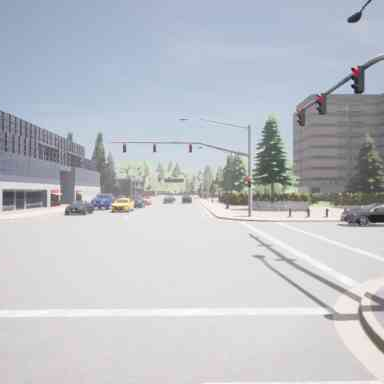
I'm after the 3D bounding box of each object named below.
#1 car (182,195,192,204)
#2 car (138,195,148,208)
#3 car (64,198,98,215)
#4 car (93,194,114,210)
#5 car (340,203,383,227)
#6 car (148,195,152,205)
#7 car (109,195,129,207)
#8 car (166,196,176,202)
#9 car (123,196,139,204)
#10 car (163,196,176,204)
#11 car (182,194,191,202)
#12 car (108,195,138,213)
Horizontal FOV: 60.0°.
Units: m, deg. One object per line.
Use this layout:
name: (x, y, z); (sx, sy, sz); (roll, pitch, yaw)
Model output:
car: (-0.968, 1.505, 64.953); (1.837, 1.490, 4.892); (0, 0, -1)
car: (-7.924, 1.352, 47.097); (2.097, 1.767, 4.553); (0, 0, -1)
car: (-11.238, 1.564, 33.469); (1.994, 1.385, 4.181); (0, 0, -1)
car: (-11.370, 1.221, 42.822); (2.150, 2.045, 5.566); (0, 0, -1)
car: (12.505, 1.492, 22.232); (4.902, 1.511, 2.128); (0, 0, -1)
car: (-8.044, 1.352, 57.212); (2.097, 1.767, 4.553); (0, 0, -1)
car: (-11.492, 1.352, 52.722); (2.097, 1.767, 4.553); (0, 0, -1)
car: (-4.709, 1.510, 75.265); (1.895, 1.301, 4.718); (0, 0, -1)
car: (-11.591, 1.492, 63.828); (2.128, 1.511, 4.902); (0, 0, 0)
car: (-4.565, 1.547, 64.629); (2.033, 1.411, 5.357); (0, 0, -1)
car: (-1.204, 1.355, 75.018); (2.097, 1.767, 4.553); (0, 0, -1)
car: (-7.802, 1.478, 37.861); (1.882, 1.535, 5.008); (0, 0, -1)
